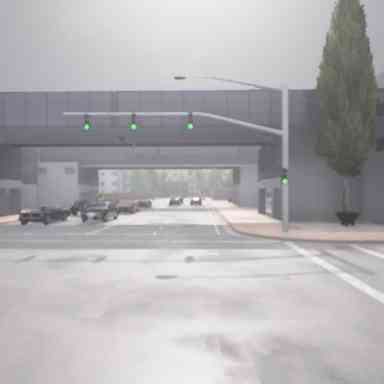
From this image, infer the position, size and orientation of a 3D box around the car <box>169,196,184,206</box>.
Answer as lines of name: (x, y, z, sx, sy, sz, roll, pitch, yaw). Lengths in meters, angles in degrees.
car: (-2.849, 1.598, 55.591, 2.033, 1.411, 5.357, 0, 0, 1)

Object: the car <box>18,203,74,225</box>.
car: (-10.744, 1.641, 24.500, 1.895, 1.301, 4.718, 0, 0, 2)

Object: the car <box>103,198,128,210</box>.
car: (-10.219, 1.603, 44.719, 2.033, 1.411, 5.357, 0, 0, 1)

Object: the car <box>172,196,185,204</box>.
car: (-2.601, 1.548, 65.275, 2.128, 1.511, 4.902, 0, 0, 1)

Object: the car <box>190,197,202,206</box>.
car: (0.684, 1.608, 56.830, 1.994, 1.385, 4.181, 0, 0, 1)

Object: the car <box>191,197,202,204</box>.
car: (0.896, 1.614, 65.113, 1.994, 1.385, 4.181, 0, 0, 1)

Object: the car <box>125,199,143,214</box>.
car: (-6.945, 1.520, 35.893, 1.882, 1.535, 5.008, 0, 0, 2)

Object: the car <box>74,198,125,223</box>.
car: (-7.181, 1.526, 26.392, 2.128, 1.511, 4.902, 0, 0, 3)

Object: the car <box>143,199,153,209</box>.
car: (-6.679, 1.650, 46.012, 1.895, 1.301, 4.718, 0, 0, 2)

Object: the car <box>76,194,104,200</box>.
car: (-10.482, 1.269, 34.263, 2.150, 2.045, 5.566, 0, 0, 1)
